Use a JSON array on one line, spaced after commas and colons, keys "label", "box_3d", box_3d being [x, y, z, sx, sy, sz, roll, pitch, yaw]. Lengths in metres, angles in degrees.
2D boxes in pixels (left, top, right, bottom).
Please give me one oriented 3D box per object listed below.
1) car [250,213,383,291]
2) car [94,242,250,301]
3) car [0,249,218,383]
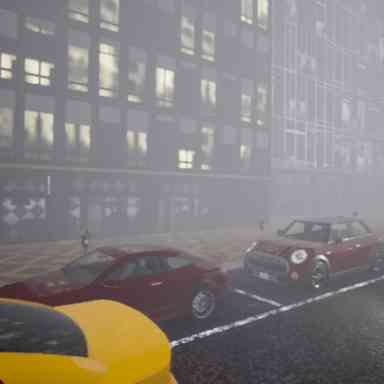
[{"label": "car", "box_3d": [3.308, 1.419, 8.910, 4.097, 1.590, 1.967, 0, 1, -36]}, {"label": "car", "box_3d": [-1.206, 1.577, 5.689, 4.206, 1.307, 1.802, 0, 1, -36]}, {"label": "car", "box_3d": [-2.419, 1.481, 1.653, 5.008, 1.535, 1.882, -1, 0, -36]}]
